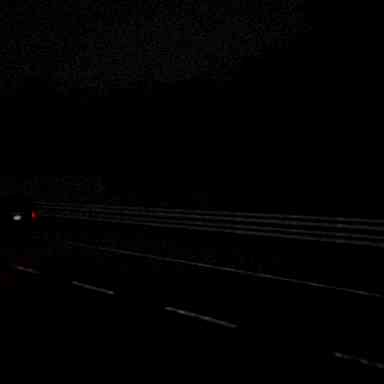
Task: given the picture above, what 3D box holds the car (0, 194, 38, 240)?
[{"bbox_3d":[-9.111,1.083,14.794,5.566,2.045,2.150,1,1,36],"label":"car"}]
